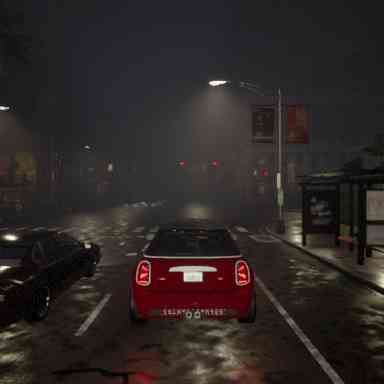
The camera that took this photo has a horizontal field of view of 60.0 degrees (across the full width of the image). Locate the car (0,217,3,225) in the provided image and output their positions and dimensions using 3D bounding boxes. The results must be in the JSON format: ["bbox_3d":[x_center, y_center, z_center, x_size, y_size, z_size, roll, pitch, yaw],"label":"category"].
[{"bbox_3d":[-10.766,1.547,15.057,2.033,1.411,5.357,0,0,-1],"label":"car"}]

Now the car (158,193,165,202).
[{"bbox_3d":[-7.814,1.225,74.710,2.150,2.045,5.566,0,0,-1],"label":"car"}]

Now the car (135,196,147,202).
[{"bbox_3d":[-11.308,1.595,74.088,1.895,1.301,4.718,0,0,-1],"label":"car"}]

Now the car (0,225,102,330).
[{"bbox_3d":[-3.494,1.547,7.141,2.033,1.411,5.357,0,0,0],"label":"car"}]

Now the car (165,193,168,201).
[{"bbox_3d":[-7.683,1.225,85.724,2.150,2.045,5.566,0,0,3],"label":"car"}]

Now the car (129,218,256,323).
[{"bbox_3d":[0.006,1.352,7.348,2.097,1.767,4.553,0,0,0],"label":"car"}]

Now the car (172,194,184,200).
[{"bbox_3d":[-3.700,1.539,89.192,2.033,1.411,5.357,0,0,12],"label":"car"}]

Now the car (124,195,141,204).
[{"bbox_3d":[-11.227,1.352,62.065,2.097,1.767,4.553,0,0,0],"label":"car"}]

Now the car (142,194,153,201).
[{"bbox_3d":[-11.290,1.355,84.447,2.097,1.767,4.553,0,0,3],"label":"car"}]

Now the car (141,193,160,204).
[{"bbox_3d":[-7.739,1.477,62.563,1.882,1.535,5.008,0,0,0],"label":"car"}]
